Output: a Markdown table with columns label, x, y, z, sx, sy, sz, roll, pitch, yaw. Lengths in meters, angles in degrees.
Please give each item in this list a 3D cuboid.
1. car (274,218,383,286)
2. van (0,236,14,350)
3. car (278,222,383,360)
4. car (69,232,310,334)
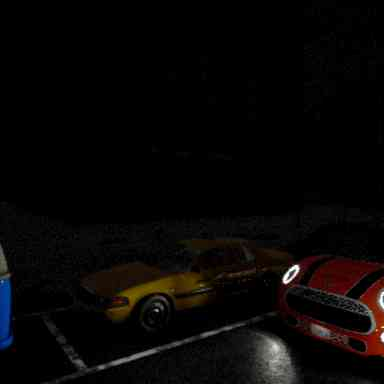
| label | x | y | z | sx | sy | sz | roll | pitch | yaw |
| --- | --- | --- | --- | --- | --- | --- | --- | --- | --- |
| car | 4.676 | 1.591 | 9.985 | 4.313 | 1.339 | 1.947 | 0 | 0 | -36 |
| van | -4.177 | 1.337 | 3.670 | 3.998 | 1.788 | 1.690 | 0 | 0 | -36 |
| car | 3.633 | 1.369 | 5.961 | 4.553 | 1.767 | 2.097 | 0 | 0 | -35 |
| car | 0.111 | 1.536 | 6.729 | 4.829 | 1.417 | 1.752 | 0 | 0 | -36 |
